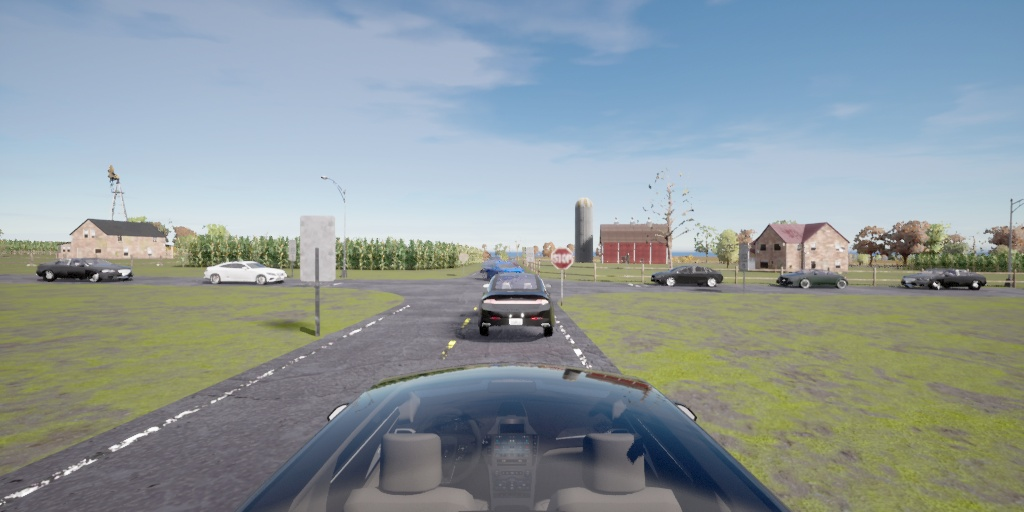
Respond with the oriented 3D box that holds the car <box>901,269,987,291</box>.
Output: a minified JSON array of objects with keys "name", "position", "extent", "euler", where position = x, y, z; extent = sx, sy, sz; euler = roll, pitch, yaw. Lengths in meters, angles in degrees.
[{"name":"car","position":[31.479,1.686,26.237],"extent":[4.902,1.511,2.128],"euler":[1,1,0]}]

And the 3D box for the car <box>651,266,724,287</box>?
[{"name":"car","position":[12.739,1.443,26.228],"extent":[4.892,1.490,1.837],"euler":[1,1,1]}]

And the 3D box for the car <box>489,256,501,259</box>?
[{"name":"car","position":[-2.812,1.017,58.655],"extent":[2.150,2.045,5.566],"euler":[0,0,0]}]

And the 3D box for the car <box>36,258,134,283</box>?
[{"name":"car","position":[-27.378,0.880,23.097],"extent":[4.902,1.511,2.128],"euler":[1,1,0]}]

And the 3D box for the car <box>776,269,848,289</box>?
[{"name":"car","position":[21.871,1.629,26.212],"extent":[4.181,1.385,1.994],"euler":[1,1,0]}]

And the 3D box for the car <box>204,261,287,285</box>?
[{"name":"car","position":[-17.134,1.067,23.128],"extent":[4.674,1.442,1.812],"euler":[1,1,0]}]

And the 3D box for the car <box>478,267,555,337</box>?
[{"name":"car","position":[0.143,1.241,10.343],"extent":[2.128,1.511,4.902],"euler":[0,0,1]}]

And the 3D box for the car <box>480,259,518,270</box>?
[{"name":"car","position":[-0.746,1.236,28.750],"extent":[1.882,1.535,5.008],"euler":[-1,0,-26]}]
